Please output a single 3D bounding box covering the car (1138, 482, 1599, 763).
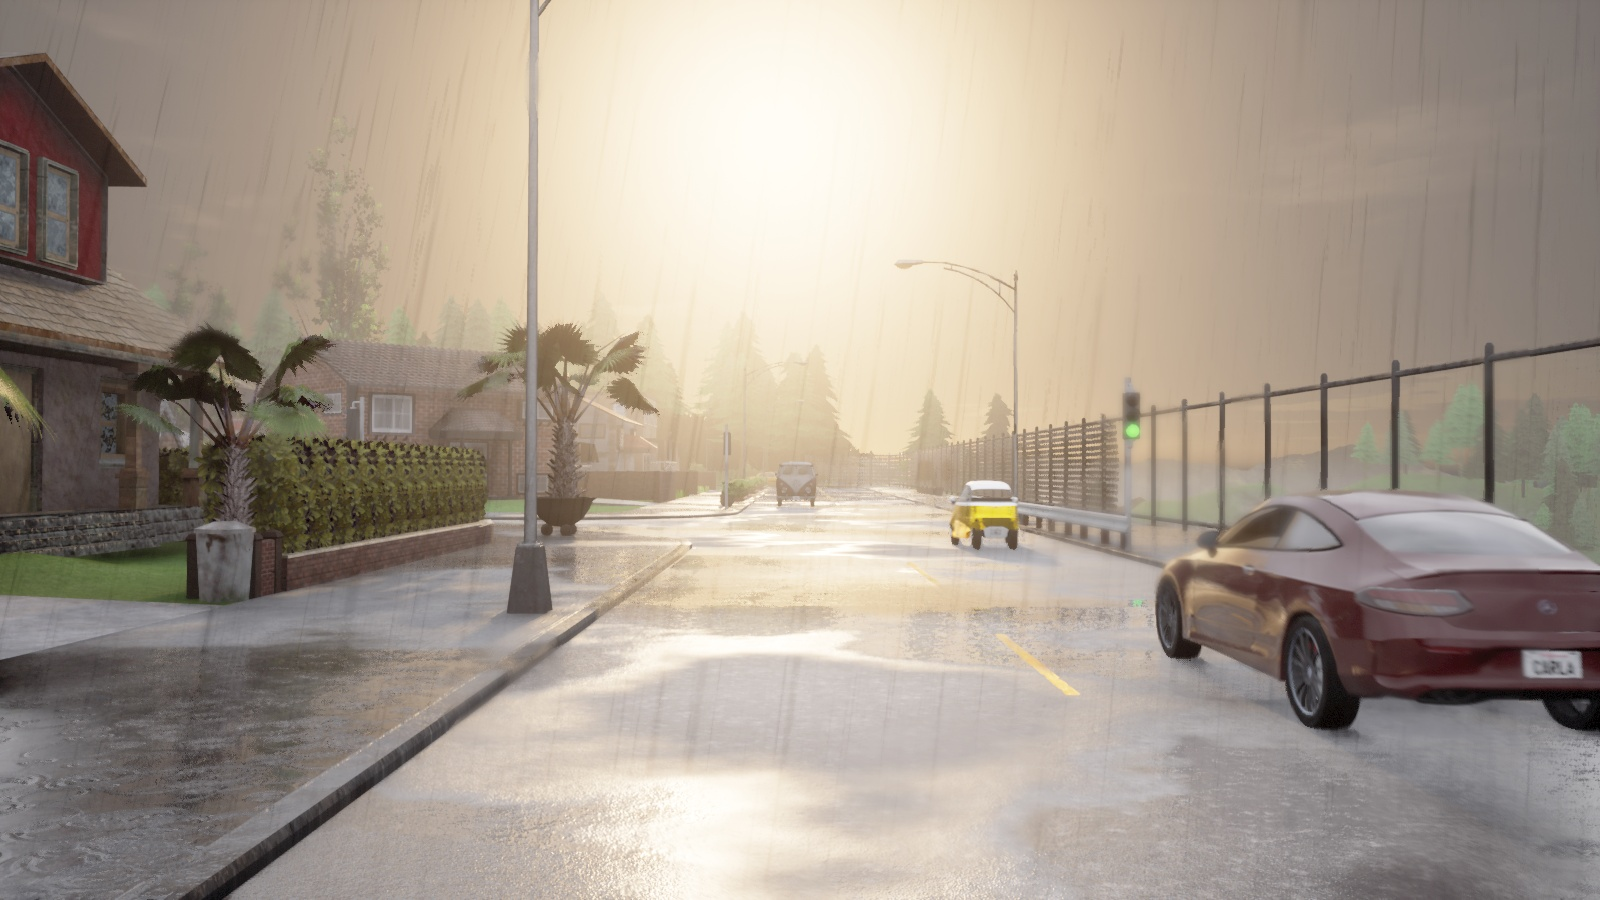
[{"bbox_3d":[3.977,0.976,9.016,1.812,1.442,4.674,0,-1,0],"label":"car"}]

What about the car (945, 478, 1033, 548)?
[{"bbox_3d":[3.925,1.295,26.325,1.481,1.376,2.207,0,-1,0],"label":"car"}]

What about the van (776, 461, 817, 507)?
[{"bbox_3d":[-0.157,1.509,56.159,1.775,1.987,4.442,0,-1,0],"label":"van"}]
